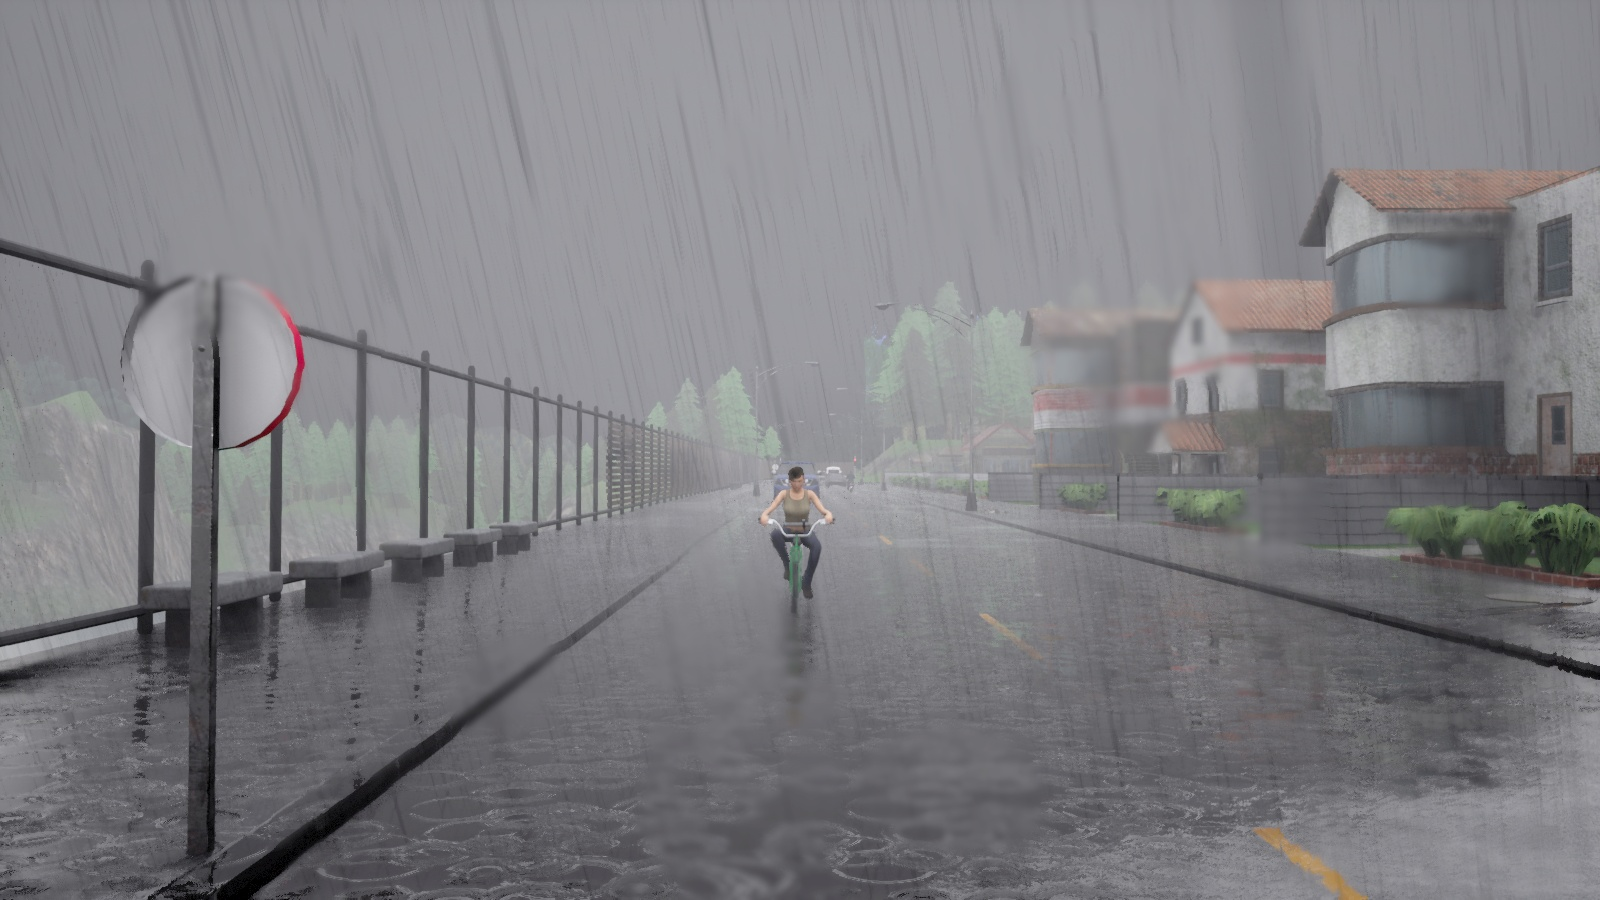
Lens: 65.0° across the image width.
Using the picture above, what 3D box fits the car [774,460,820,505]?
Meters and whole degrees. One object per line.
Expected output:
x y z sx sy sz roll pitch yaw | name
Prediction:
-0.149 1.556 60.994 2.150 2.045 5.566 0 -1 0 | car

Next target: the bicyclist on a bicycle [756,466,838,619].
-0.030 0.985 13.977 0.866 1.612 1.509 0 -1 0 | bicyclist on a bicycle
